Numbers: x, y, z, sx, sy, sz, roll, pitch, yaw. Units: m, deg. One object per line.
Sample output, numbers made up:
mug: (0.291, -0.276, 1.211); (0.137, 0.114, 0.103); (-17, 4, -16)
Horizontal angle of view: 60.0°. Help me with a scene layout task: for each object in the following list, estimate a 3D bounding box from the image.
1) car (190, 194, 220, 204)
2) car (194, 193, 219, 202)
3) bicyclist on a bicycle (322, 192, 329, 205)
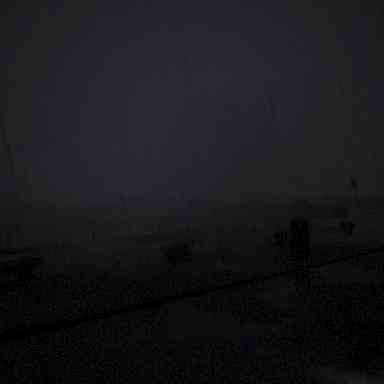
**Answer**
car: (2.001, 1.083, 54.549); (2.033, 1.411, 5.357); (-1, 1, -35)
car: (2.122, 0.945, 47.286); (2.097, 1.767, 4.553); (-1, 1, -35)
bicyclist on a bicycle: (16.594, 0.825, 41.353); (1.656, 1.620, 0.582); (-1, 1, -35)
